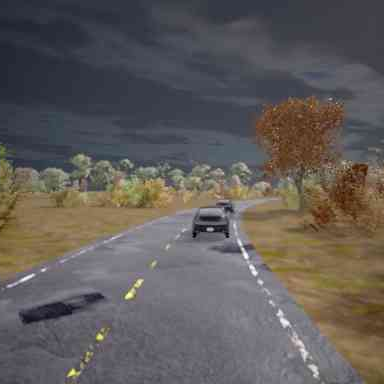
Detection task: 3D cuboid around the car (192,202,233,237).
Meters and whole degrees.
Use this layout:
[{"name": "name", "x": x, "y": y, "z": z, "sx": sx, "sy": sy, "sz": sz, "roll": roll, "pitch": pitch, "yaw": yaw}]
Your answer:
[{"name": "car", "x": 1.065, "y": 1.498, "z": 17.919, "sx": 1.837, "sy": 1.490, "sz": 4.892, "roll": 0, "pitch": 0, "yaw": 5}]

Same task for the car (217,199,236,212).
[{"name": "car", "x": 3.565, "y": 1.483, "z": 35.791, "sx": 1.837, "sy": 1.490, "sz": 4.892, "roll": 0, "pitch": 0, "yaw": 10}]
